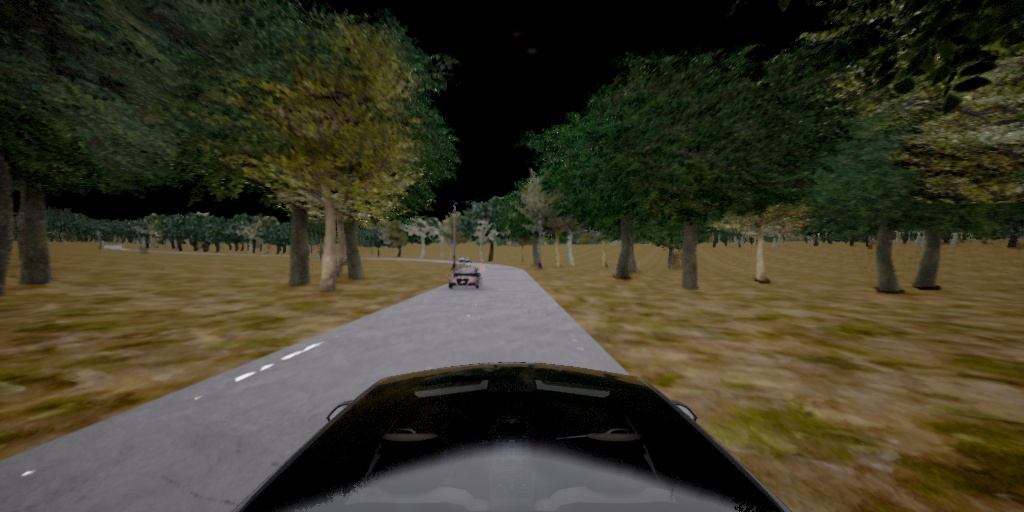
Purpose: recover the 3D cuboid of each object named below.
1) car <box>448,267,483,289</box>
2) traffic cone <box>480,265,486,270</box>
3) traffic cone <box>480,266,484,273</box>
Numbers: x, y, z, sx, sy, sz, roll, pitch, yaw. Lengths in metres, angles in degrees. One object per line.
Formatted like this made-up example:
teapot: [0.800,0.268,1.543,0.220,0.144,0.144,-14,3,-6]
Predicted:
car: [-3.094,1.445,24.446,1.994,1.385,4.181,0,0,0]
traffic cone: [-4.208,1.948,52.919,0.340,0.580,0.340,0,0,-1]
traffic cone: [-4.204,1.941,47.941,0.340,0.580,0.340,0,0,0]
